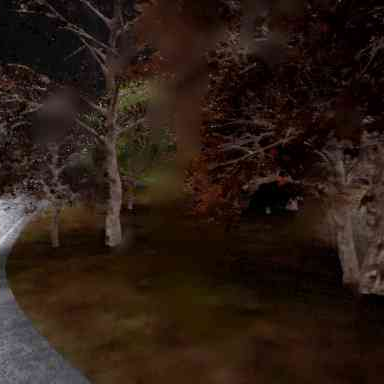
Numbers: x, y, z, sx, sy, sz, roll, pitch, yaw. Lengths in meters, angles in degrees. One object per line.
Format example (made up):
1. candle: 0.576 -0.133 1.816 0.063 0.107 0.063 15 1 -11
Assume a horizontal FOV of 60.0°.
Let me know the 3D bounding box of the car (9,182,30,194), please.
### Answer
1. car: -22.267 -0.579 43.179 1.837 1.490 4.892 0 4 -14
